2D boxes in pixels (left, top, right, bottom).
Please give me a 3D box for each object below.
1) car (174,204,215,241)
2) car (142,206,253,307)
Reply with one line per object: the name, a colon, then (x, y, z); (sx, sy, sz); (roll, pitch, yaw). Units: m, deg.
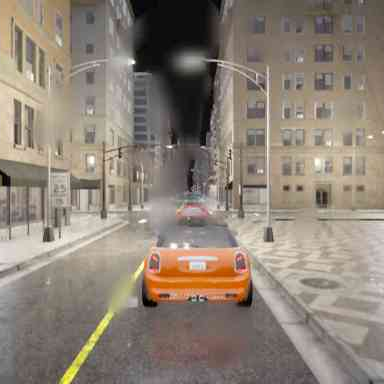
car: (0.098, 1.474, 17.733); (1.882, 1.535, 5.008); (0, 0, 0)
car: (0.095, 1.350, 8.133); (2.097, 1.767, 4.553); (0, 0, 0)
